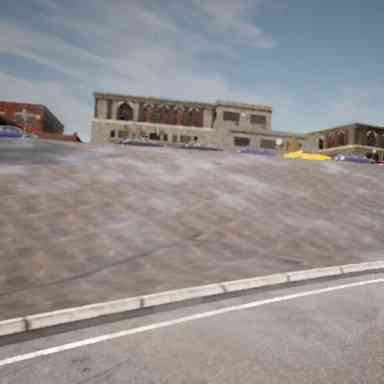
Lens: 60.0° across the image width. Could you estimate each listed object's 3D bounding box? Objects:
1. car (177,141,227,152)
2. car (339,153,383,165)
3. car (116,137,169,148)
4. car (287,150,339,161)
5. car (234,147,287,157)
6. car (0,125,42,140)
[{"bbox_3d":[0.935,-3.941,31.443,4.892,1.521,2.231,3,-1,-10],"label":"car"},{"bbox_3d":[17.138,-3.249,35.075,4.553,1.767,2.185,3,-1,-14],"label":"car"},{"bbox_3d":[-4.490,-4.188,30.455,4.892,1.521,2.231,2,-1,-10],"label":"car"},{"bbox_3d":[11.775,-3.399,33.751,5.008,1.535,2.097,3,-1,-13],"label":"car"},{"bbox_3d":[6.366,-3.634,32.538,4.674,1.452,2.002,3,-1,-11],"label":"car"},{"bbox_3d":[-15.242,-4.779,28.514,4.553,1.767,2.185,2,-1,-10],"label":"car"}]
